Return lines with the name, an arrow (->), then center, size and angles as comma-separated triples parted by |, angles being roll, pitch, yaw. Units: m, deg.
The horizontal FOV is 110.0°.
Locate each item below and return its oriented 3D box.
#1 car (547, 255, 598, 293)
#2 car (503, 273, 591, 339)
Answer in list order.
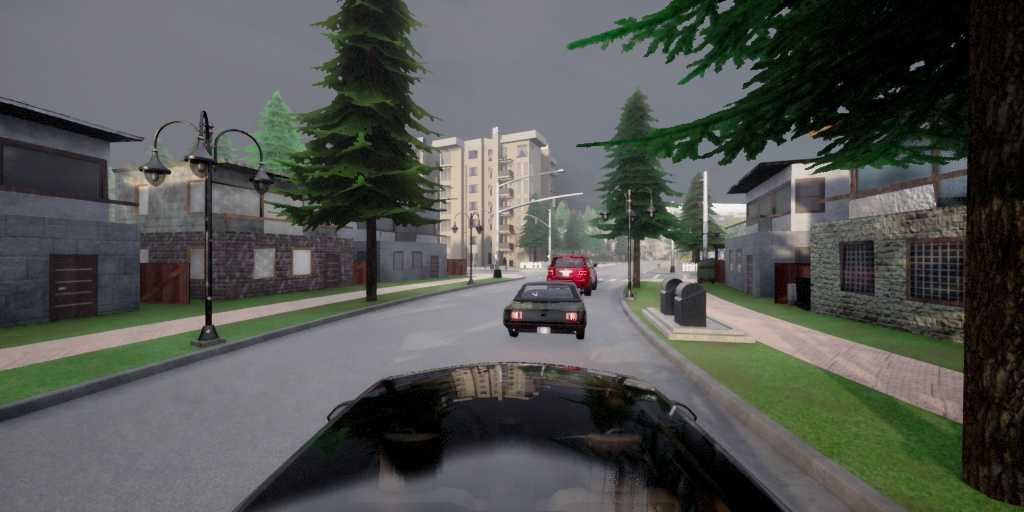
car -> 3.370, 0.971, 19.596 | 2.150, 2.045, 5.566 | 0, 0, 18
car -> 1.073, 1.351, 10.100 | 1.895, 1.301, 4.718 | 0, 0, 9
